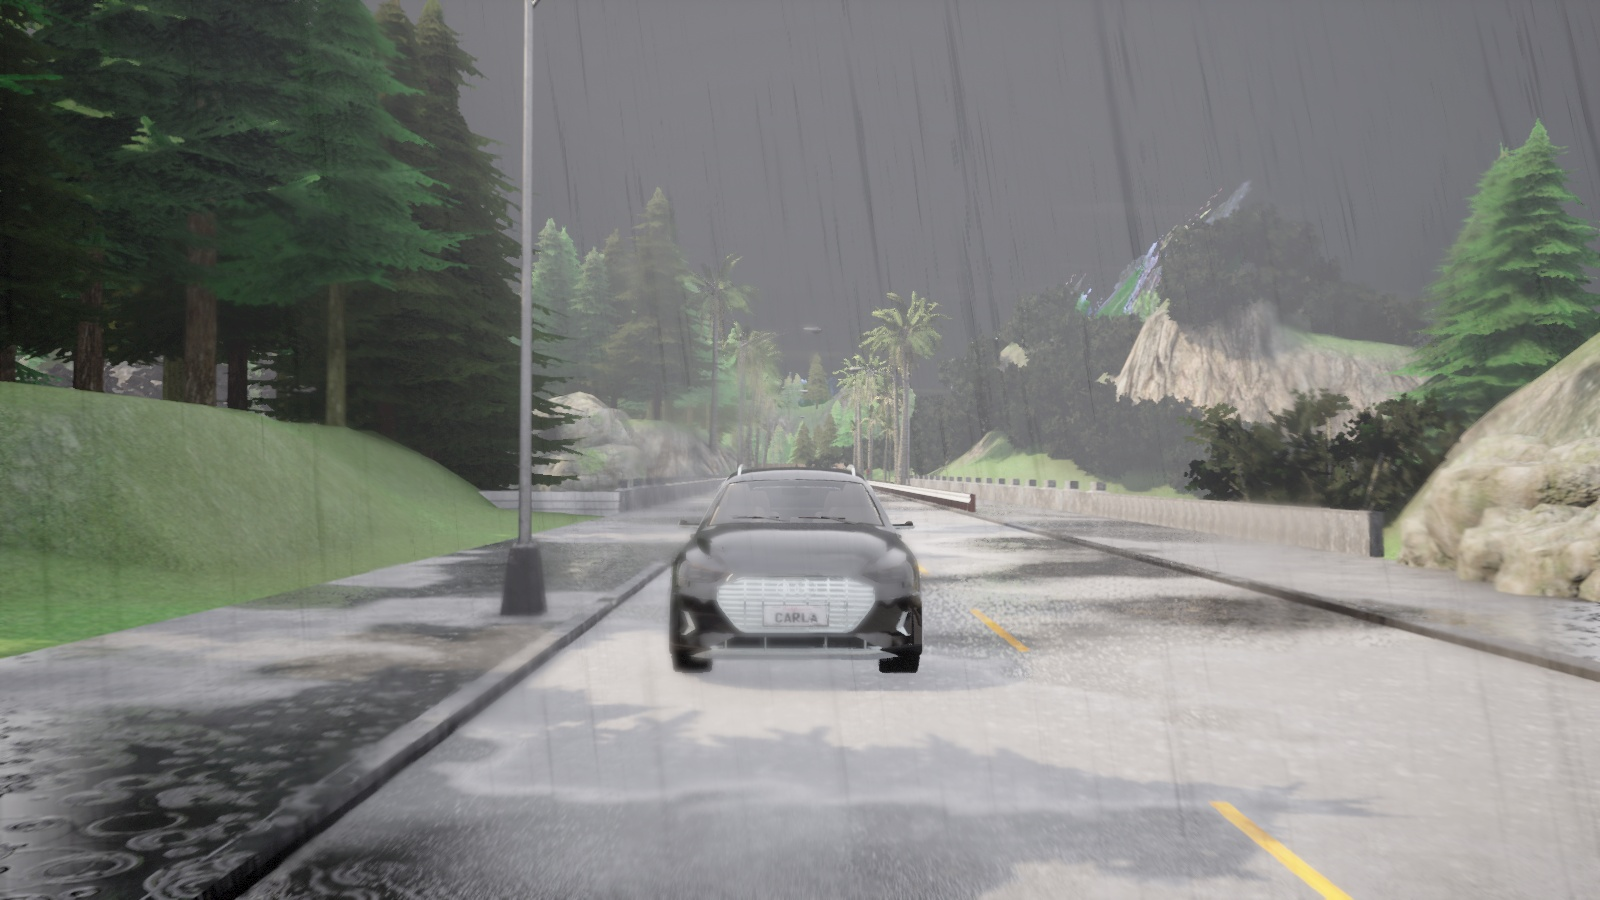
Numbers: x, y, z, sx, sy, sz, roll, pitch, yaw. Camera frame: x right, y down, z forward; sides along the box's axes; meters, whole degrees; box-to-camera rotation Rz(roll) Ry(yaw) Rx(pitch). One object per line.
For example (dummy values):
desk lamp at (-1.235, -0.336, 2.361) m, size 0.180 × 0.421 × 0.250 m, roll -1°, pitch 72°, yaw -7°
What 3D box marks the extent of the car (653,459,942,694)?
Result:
car at (-0.027, 0.934, 11.289) m, size 2.033 × 1.649 × 4.856 m, roll 0°, pitch -1°, yaw 0°
